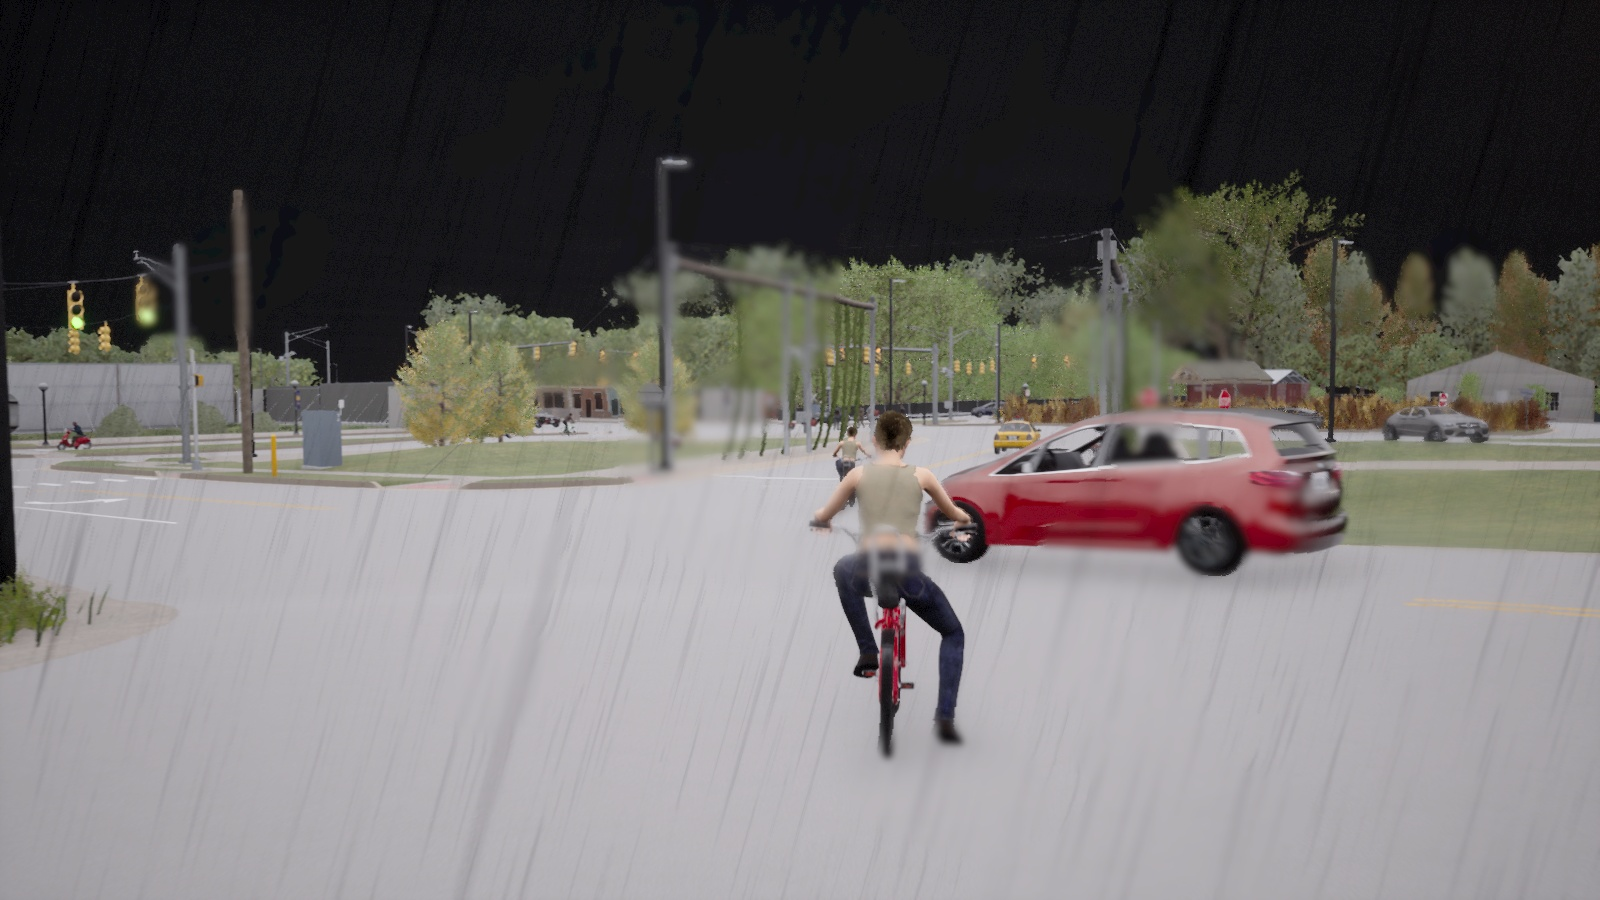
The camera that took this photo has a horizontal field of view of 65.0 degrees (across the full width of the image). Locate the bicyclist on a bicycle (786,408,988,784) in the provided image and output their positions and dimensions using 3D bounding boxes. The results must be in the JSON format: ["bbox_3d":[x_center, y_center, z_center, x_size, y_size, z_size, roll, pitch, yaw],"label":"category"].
[{"bbox_3d":[0.449,0.613,6.174,0.866,1.612,1.509,0,1,6],"label":"bicyclist on a bicycle"}]

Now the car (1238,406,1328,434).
[{"bbox_3d":[28.672,-1.792,74.622,2.007,1.525,4.514,-4,5,-44],"label":"car"}]

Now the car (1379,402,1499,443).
[{"bbox_3d":[27.395,-1.186,54.071,2.152,1.651,5.027,-1,1,-7],"label":"car"}]

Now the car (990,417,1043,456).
[{"bbox_3d":[9.633,-0.642,55.607,1.801,1.575,5.366,1,2,15],"label":"car"}]

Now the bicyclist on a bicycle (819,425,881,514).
[{"bbox_3d":[0.970,0.353,24.152,0.866,1.612,1.509,3,2,13],"label":"bicyclist on a bicycle"}]

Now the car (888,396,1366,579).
[{"bbox_3d":[3.540,0.337,14.035,4.611,1.667,2.242,-1,2,40],"label":"car"}]

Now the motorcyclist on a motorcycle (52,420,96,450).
[{"bbox_3d":[-39.415,-0.826,68.168,0.866,1.590,1.817,1,3,36],"label":"motorcyclist on a motorcycle"}]
